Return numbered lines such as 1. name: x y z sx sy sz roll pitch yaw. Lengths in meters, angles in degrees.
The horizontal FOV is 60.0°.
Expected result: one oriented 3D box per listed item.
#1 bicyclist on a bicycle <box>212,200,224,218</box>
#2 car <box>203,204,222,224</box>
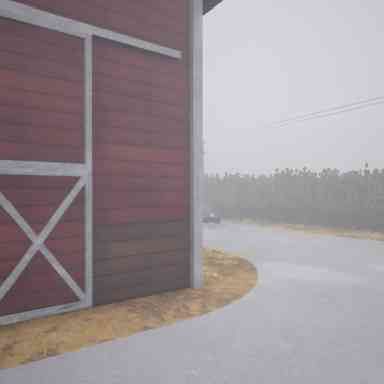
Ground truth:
1. bicyclist on a bicycle: 1.992 1.449 27.382 1.656 1.620 0.582 1 0 -32
2. car: 0.300 1.545 23.999 1.994 1.385 4.181 0 0 -32
